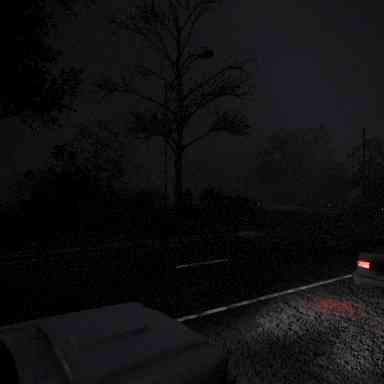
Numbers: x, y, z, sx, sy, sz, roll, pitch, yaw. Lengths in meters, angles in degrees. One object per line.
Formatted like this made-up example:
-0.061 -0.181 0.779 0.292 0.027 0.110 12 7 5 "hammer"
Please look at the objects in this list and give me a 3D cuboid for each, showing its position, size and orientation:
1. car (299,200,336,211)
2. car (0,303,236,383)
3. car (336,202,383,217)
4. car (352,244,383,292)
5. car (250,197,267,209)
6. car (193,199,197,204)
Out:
15.521 1.608 40.645 1.895 1.301 4.718 0 0 -28 "car"
-1.937 1.601 2.330 4.718 1.301 1.895 0 0 -35 "car"
16.401 1.601 31.279 1.895 1.301 4.718 0 0 -24 "car"
5.953 1.547 7.816 5.357 1.411 2.033 0 0 -34 "car"
8.499 1.543 46.584 1.837 1.490 4.892 0 0 -26 "car"
-0.606 1.700 66.702 1.882 1.535 5.008 0 -1 -22 "car"
